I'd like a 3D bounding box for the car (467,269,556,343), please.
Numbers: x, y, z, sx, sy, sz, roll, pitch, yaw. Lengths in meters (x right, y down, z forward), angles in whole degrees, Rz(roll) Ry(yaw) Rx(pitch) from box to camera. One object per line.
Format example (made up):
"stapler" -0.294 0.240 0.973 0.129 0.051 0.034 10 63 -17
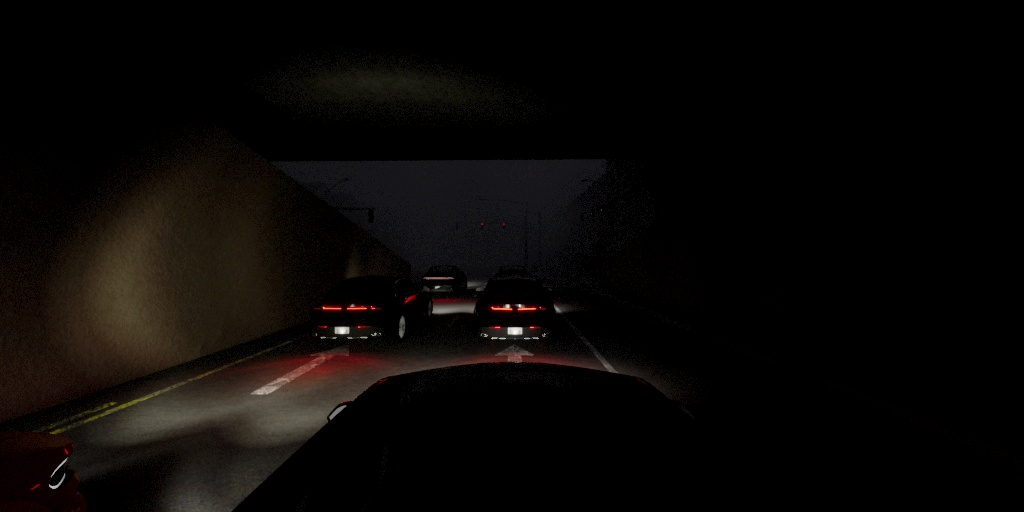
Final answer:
"car" 0.054 1.255 9.609 1.837 1.490 4.892 0 0 0

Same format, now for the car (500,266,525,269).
"car" 0.015 1.255 19.019 1.837 1.490 4.892 0 0 0

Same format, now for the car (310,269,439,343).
"car" -3.446 1.255 9.667 1.837 1.490 4.892 0 0 0

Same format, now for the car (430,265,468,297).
"car" -3.481 1.242 18.984 2.128 1.511 4.902 0 0 -1
